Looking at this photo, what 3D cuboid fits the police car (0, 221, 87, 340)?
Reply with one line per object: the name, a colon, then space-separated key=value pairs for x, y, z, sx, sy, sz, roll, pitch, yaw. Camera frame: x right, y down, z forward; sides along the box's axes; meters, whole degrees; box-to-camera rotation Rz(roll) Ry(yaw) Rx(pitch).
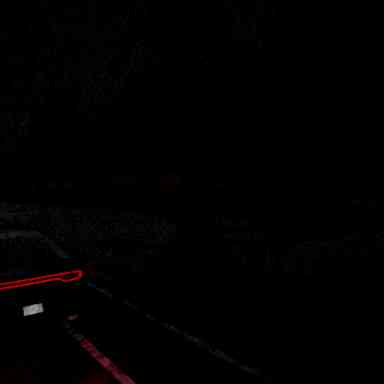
police car: x=-3.815 y=1.418 z=6.567 sx=1.930 sy=1.638 sz=5.238 roll=-2 pitch=1 yaw=-39
